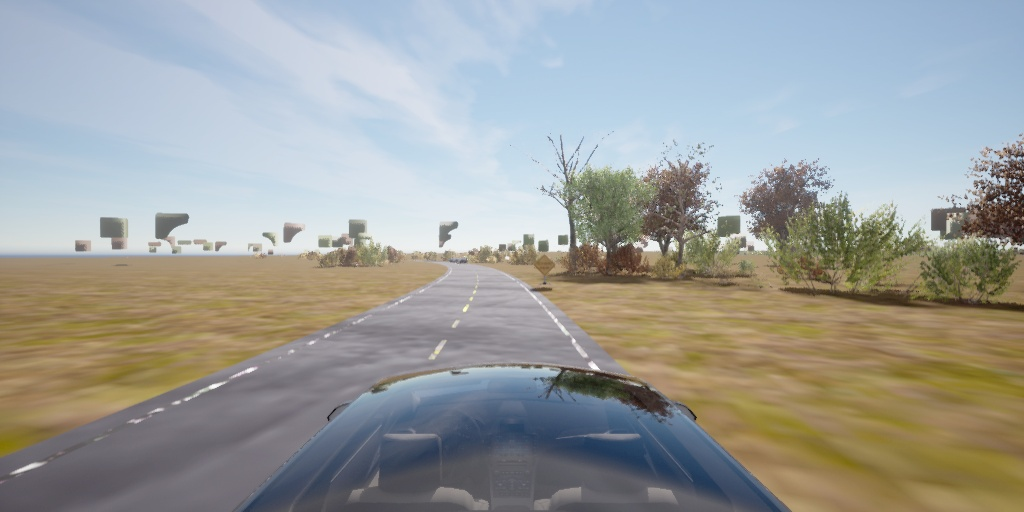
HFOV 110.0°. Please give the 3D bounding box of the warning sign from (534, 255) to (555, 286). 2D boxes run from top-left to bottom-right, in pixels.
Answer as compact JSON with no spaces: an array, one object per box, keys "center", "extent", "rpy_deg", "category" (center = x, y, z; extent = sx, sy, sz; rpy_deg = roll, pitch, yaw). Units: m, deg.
[{"center":[1.981,0.848,21.750],"extent":[1.300,1.860,1.060],"rpy_deg":[0,0,-4],"category":"warning sign"}]
